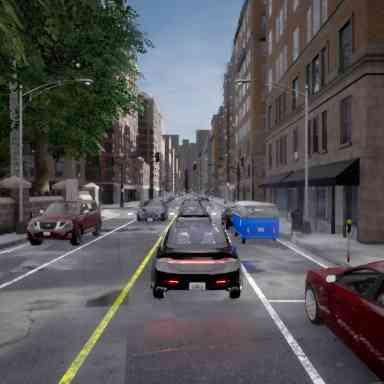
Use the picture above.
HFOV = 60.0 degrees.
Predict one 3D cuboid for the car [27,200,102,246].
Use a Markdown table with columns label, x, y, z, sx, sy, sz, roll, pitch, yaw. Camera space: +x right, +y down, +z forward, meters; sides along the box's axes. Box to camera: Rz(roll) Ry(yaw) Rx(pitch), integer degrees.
| label | x | y | z | sx | sy | sz | roll | pitch | yaw |
| --- | --- | --- | --- | --- | --- | --- | --- | --- | --- |
| car | -5.674 | 1.310 | 15.507 | 2.192 | 1.841 | 5.009 | 0 | 0 | 0 |

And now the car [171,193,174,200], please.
| label | x | y | z | sx | sy | sz | roll | pitch | yaw |
| --- | --- | --- | --- | --- | --- | --- | --- | --- | --- |
| car | -5.687 | 1.491 | 75.549 | 1.887 | 1.381 | 4.507 | 0 | 0 | 0 |

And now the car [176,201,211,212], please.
| label | x | y | z | sx | sy | sz | roll | pitch | yaw |
| --- | --- | --- | --- | --- | --- | --- | --- | --- | --- |
| car | 0.094 | 1.485 | 18.390 | 2.128 | 1.511 | 4.902 | 0 | 0 | 0 |

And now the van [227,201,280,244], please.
| label | x | y | z | sx | sy | sz | roll | pitch | yaw |
| --- | --- | --- | --- | --- | --- | --- | --- | --- | --- |
| van | 2.851 | 1.336 | 15.549 | 1.690 | 1.788 | 3.998 | 0 | 0 | 0 |

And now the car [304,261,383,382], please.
| label | x | y | z | sx | sy | sz | roll | pitch | yaw |
| --- | --- | --- | --- | --- | --- | --- | --- | --- | --- |
| car | 2.853 | 1.544 | 4.228 | 1.887 | 1.381 | 4.507 | 0 | 0 | 0 |

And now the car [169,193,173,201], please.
| label | x | y | z | sx | sy | sz | roll | pitch | yaw |
| --- | --- | --- | --- | --- | --- | --- | --- | --- | --- |
| car | -5.686 | 1.493 | 70.098 | 1.887 | 1.381 | 4.507 | 0 | 0 | 0 |

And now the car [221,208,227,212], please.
| label | x | y | z | sx | sy | sz | roll | pitch | yaw |
| --- | --- | --- | --- | --- | --- | --- | --- | --- | --- |
| car | 2.850 | 1.557 | 21.210 | 1.947 | 1.339 | 4.313 | 0 | 0 | 0 |

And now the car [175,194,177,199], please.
| label | x | y | z | sx | sy | sz | roll | pitch | yaw |
| --- | --- | --- | --- | --- | --- | --- | --- | --- | --- |
| car | -5.690 | 1.496 | 86.450 | 2.008 | 1.369 | 4.403 | 0 | 0 | 0 |

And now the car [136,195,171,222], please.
| label | x | y | z | sx | sy | sz | roll | pitch | yaw |
| --- | --- | --- | --- | --- | --- | --- | --- | --- | --- |
| car | -3.007 | 1.392 | 26.036 | 2.097 | 1.767 | 4.553 | 0 | 0 | 0 |

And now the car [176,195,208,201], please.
| label | x | y | z | sx | sy | sz | roll | pitch | yaw |
| --- | --- | --- | --- | --- | --- | --- | --- | --- | --- |
| car | -0.008 | 1.338 | 27.567 | 2.097 | 1.767 | 4.553 | 0 | 0 | 0 |

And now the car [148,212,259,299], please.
| label | x | y | z | sx | sy | sz | roll | pitch | yaw |
| --- | --- | --- | --- | --- | --- | --- | --- | --- | --- |
| car | 0.098 | 1.490 | 8.450 | 2.128 | 1.511 | 4.902 | 0 | 0 | 0 |

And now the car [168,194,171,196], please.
| label | x | y | z | sx | sy | sz | roll | pitch | yaw |
| --- | --- | --- | --- | --- | --- | --- | --- | --- | --- |
| car | -5.685 | 1.501 | 64.647 | 2.008 | 1.369 | 4.403 | 0 | 0 | 0 |

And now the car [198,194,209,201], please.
| label | x | y | z | sx | sy | sz | roll | pitch | yaw |
| --- | --- | --- | --- | --- | --- | --- | --- | --- | --- |
| car | 2.837 | 1.387 | 75.586 | 1.967 | 1.590 | 4.097 | 0 | 0 | 0 |
